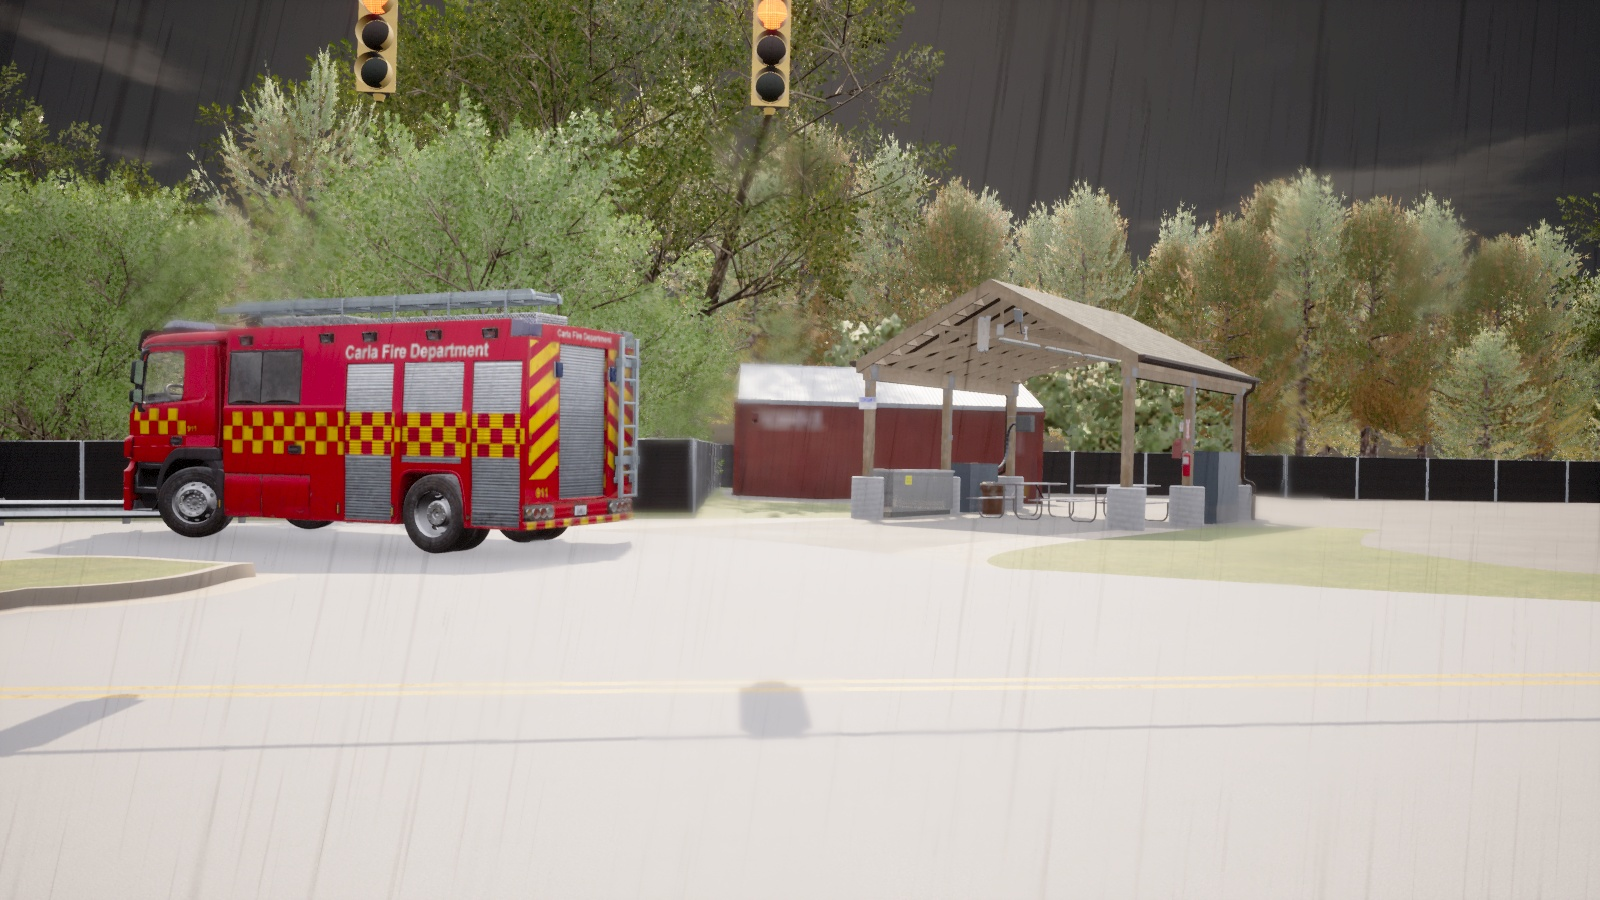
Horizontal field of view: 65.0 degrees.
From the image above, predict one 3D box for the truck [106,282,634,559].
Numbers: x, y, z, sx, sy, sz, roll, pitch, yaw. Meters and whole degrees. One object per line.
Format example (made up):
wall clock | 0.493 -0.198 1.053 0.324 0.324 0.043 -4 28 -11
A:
truck | -7.109 -0.474 20.463 8.468 3.827 2.891 1 1 25
